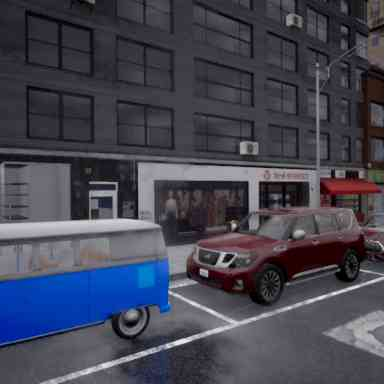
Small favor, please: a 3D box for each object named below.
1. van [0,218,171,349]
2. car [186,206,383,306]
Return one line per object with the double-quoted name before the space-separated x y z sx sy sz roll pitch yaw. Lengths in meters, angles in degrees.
"van" -2.261 1.341 4.934 3.998 1.788 1.690 0 -1 -35
"car" 2.286 1.313 8.178 5.009 1.841 2.192 0 -1 -35
